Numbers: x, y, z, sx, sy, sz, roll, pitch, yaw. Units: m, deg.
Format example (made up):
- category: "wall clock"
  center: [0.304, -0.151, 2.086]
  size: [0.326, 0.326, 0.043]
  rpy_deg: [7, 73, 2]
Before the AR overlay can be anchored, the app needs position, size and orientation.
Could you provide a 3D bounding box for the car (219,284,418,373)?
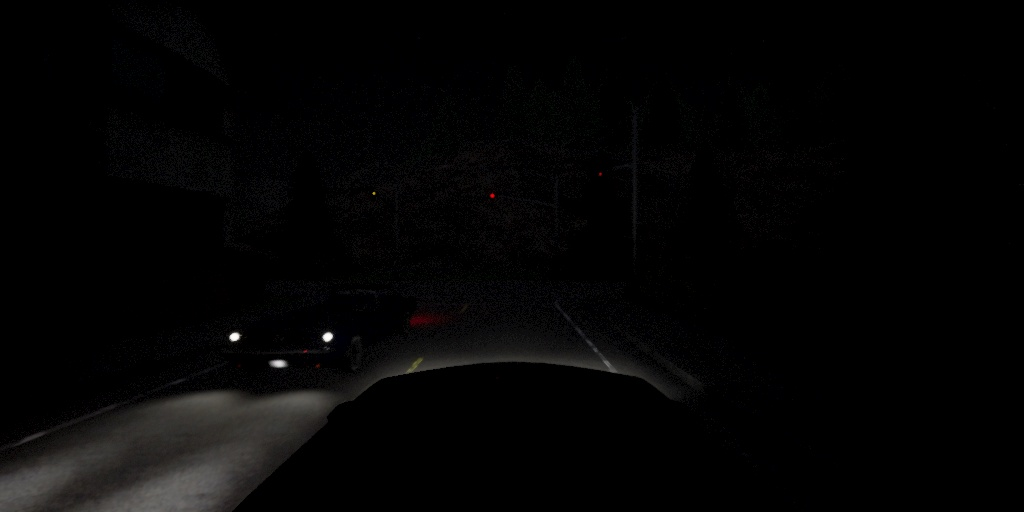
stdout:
- category: "car"
  center: [-3.542, 1.317, 7.664]
  size: [1.895, 1.301, 4.718]
  rpy_deg: [0, 0, 0]
